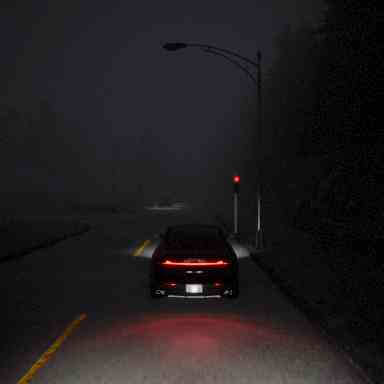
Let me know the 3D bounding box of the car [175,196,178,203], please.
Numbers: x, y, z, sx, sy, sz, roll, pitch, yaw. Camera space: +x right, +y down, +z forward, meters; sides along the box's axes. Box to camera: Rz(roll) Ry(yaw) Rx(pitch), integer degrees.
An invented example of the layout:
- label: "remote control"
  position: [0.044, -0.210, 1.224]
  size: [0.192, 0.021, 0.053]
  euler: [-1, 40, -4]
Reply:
- label: "car"
  position: [-4.057, 1.477, 60.531]
  size: [1.882, 1.535, 5.008]
  euler: [0, 0, 0]

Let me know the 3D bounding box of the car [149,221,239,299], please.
- label: "car"
  position: [0.061, 1.505, 8.459]
  size: [1.837, 1.490, 4.892]
  euler: [0, 0, 0]

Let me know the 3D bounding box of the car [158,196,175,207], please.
- label: "car"
  position: [-4.082, 1.477, 51.186]
  size: [1.882, 1.535, 5.008]
  euler: [0, 0, 0]

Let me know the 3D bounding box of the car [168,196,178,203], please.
- label: "car"
  position: [-3.983, 1.522, 70.733]
  size: [1.812, 1.442, 4.674]
  euler: [0, 0, 0]
